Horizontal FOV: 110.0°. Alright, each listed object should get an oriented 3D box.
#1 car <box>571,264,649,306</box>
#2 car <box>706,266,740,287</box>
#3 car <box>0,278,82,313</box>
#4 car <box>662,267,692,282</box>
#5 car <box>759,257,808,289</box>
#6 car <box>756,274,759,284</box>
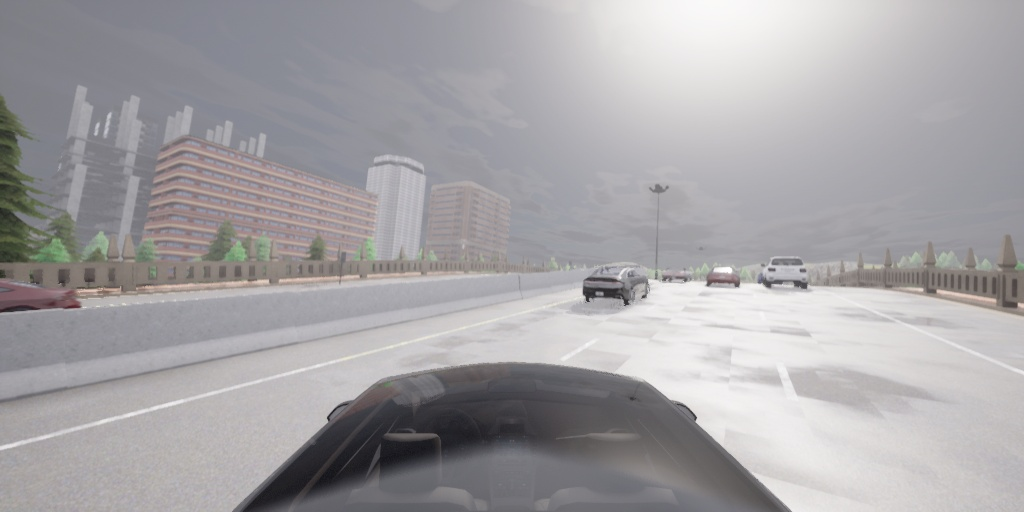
[{"bbox_3d":[4.661,1.224,15.747,2.128,1.511,4.902,0,0,32],"label":"car"},{"bbox_3d":[14.965,1.403,25.402,1.994,1.385,4.181,0,-1,32],"label":"car"},{"bbox_3d":[-13.058,1.200,7.842,1.812,1.442,4.674,0,0,32],"label":"car"},{"bbox_3d":[14.246,1.566,30.802,1.895,1.301,4.718,0,-2,32],"label":"car"},{"bbox_3d":[18.582,1.116,24.573,2.150,2.045,5.566,0,-2,32],"label":"car"},{"bbox_3d":[26.235,2.247,36.600,1.882,1.535,5.008,0,-6,33],"label":"car"}]
